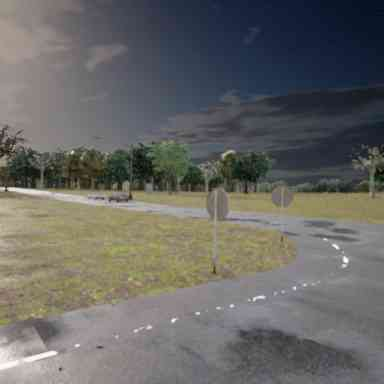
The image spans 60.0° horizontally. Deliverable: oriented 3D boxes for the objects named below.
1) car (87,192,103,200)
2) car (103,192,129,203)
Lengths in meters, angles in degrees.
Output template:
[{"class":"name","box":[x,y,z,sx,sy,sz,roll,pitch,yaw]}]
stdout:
[{"class":"car","box":[-17.228,0.727,59.744,1.895,1.301,4.718,2,0,-35]},{"class":"car","box":[-11.428,0.812,51.559,2.128,1.511,4.902,2,0,-35]}]
